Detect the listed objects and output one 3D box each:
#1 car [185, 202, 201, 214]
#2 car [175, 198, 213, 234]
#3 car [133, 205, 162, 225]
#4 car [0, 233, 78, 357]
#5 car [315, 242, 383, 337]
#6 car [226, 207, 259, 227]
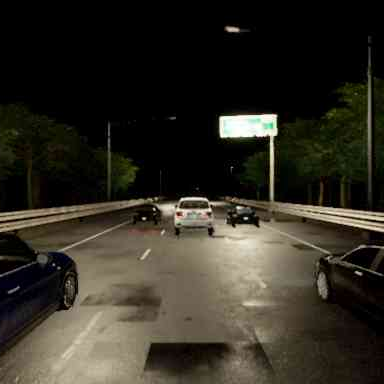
[{"bbox_3d":[0.127,1.890,41.340,1.895,1.301,4.718,0,0,0],"label":"car"},{"bbox_3d":[0.113,1.376,20.311,2.150,2.045,5.566,0,0,0],"label":"car"},{"bbox_3d":[-3.383,1.721,25.829,1.812,1.442,4.674,0,0,0],"label":"car"},{"bbox_3d":[-3.396,1.391,5.036,2.097,1.767,4.553,0,0,0],"label":"car"},{"bbox_3d":[3.603,1.547,5.404,1.837,1.490,4.892,0,0,0],"label":"car"},{"bbox_3d":[3.616,1.749,24.327,1.994,1.385,4.181,0,0,0],"label":"car"}]
